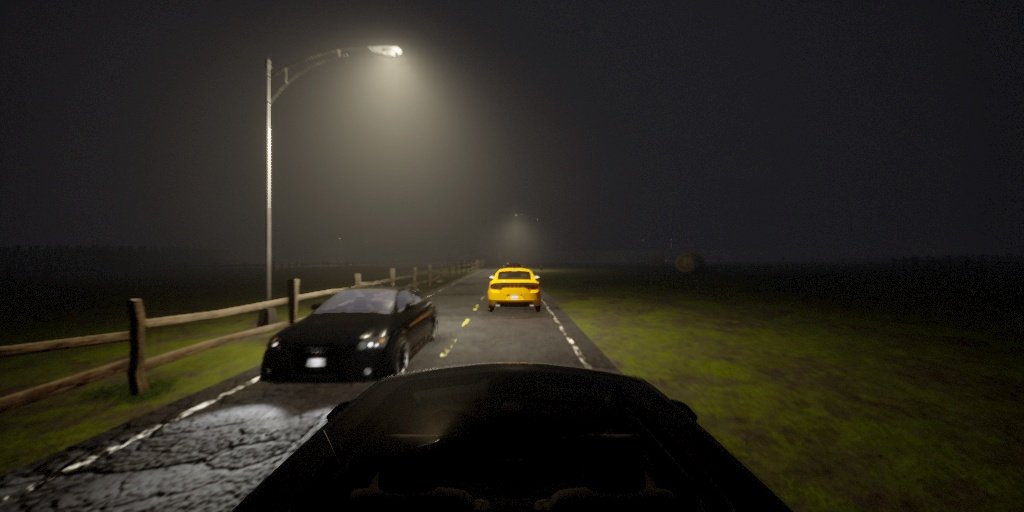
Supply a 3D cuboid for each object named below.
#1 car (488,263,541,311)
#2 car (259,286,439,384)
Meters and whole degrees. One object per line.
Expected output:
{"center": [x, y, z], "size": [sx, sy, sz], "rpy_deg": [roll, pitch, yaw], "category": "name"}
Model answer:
{"center": [0.091, 1.222, 14.487], "size": [1.882, 1.535, 5.008], "rpy_deg": [0, 0, 0], "category": "car"}
{"center": [-2.754, 1.311, 7.034], "size": [1.994, 1.385, 4.181], "rpy_deg": [0, 0, 0], "category": "car"}
